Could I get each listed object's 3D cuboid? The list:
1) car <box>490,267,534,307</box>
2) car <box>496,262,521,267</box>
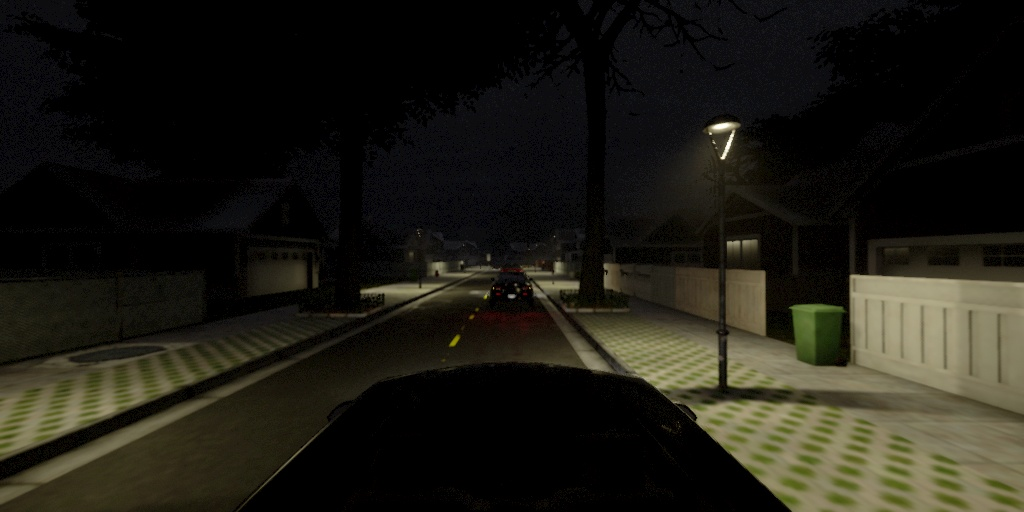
[{"bbox_3d":[-0.007,1.410,16.219,1.812,1.442,4.674,0,0,0],"label":"car"},{"bbox_3d":[-0.020,1.369,30.920,2.097,1.767,4.553,0,-1,0],"label":"car"}]
